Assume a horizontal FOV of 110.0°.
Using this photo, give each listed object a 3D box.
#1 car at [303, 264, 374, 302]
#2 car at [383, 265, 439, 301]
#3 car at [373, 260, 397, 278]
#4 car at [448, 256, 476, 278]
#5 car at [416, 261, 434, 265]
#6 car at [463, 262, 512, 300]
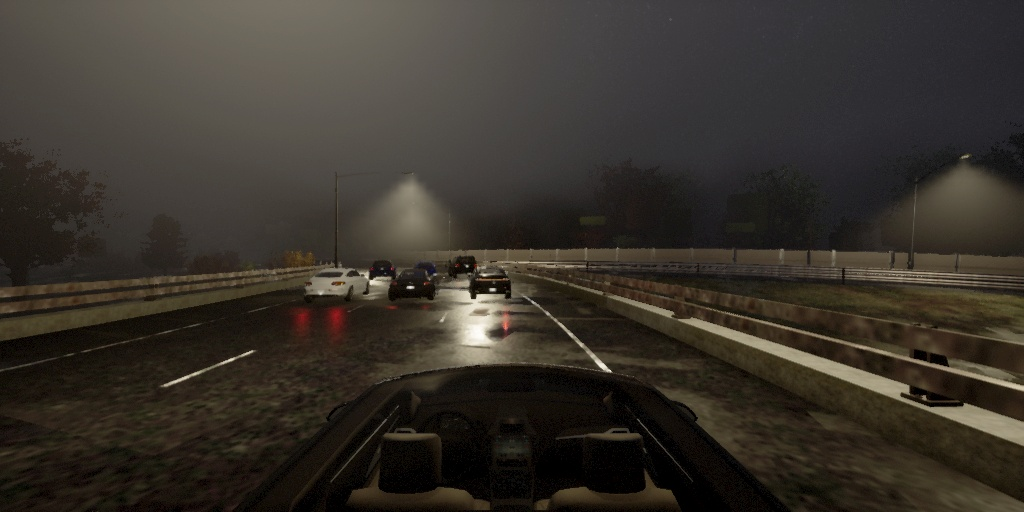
[{"bbox_3d":[-8.107,1.281,16.865,1.812,1.442,4.674,0,0,-8],"label":"car"},{"bbox_3d":[-4.644,1.320,17.366,1.994,1.385,4.181,0,0,-8],"label":"car"},{"bbox_3d":[-11.351,1.114,31.721,2.097,1.767,4.553,0,0,-16],"label":"car"},{"bbox_3d":[-4.653,1.006,33.755,2.150,2.045,5.566,0,0,-16],"label":"car"},{"bbox_3d":[-8.002,1.233,32.738,1.882,1.535,5.008,0,0,-16],"label":"car"},{"bbox_3d":[-1.180,1.243,17.868,2.128,1.511,4.902,0,0,-8],"label":"car"}]
